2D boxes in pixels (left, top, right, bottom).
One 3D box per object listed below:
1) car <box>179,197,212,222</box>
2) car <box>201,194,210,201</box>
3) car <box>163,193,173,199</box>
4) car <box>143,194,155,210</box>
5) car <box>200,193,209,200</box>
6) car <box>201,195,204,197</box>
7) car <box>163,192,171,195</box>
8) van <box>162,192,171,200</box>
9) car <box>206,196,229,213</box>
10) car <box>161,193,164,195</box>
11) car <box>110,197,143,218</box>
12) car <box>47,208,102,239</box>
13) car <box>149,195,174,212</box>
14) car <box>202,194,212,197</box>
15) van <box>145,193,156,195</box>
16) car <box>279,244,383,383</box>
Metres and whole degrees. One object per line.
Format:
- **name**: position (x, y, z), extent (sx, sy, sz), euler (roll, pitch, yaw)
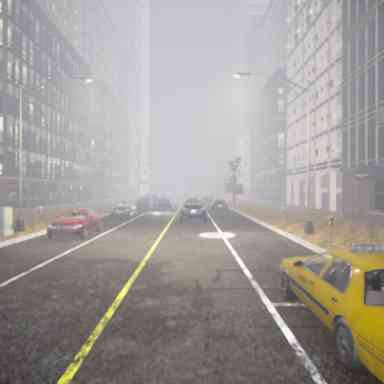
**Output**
- **car**: position (0.103, 1.345, 24.933), extent (2.163, 1.488, 4.792), euler (0, 0, 0)
- **car**: position (2.704, 1.134, 67.828), extent (1.802, 1.307, 4.206), euler (0, 0, 0)
- **car**: position (-5.675, 1.038, 79.228), extent (1.947, 1.339, 4.313), euler (0, 0, 0)
- **car**: position (-5.681, 1.292, 39.383), extent (1.887, 1.381, 4.507), euler (0, 0, 0)
- **car**: position (2.705, 1.036, 73.689), extent (1.752, 1.417, 4.829), euler (0, 0, 0)
- **car**: position (0.106, 1.302, 40.742), extent (1.994, 1.385, 4.181), euler (0, 0, 0)
- **car**: position (-5.676, 0.993, 67.842), extent (1.967, 1.590, 4.097), euler (0, 0, 0)
- **van**: position (-5.675, 0.854, 73.534), extent (1.690, 1.788, 3.998), euler (0, 0, 0)
- **car**: position (2.698, 1.350, 33.677), extent (1.947, 1.339, 4.313), euler (0, 0, 0)
- **car**: position (-5.680, 1.253, 50.768), extent (1.802, 1.307, 4.206), euler (0, 0, 0)
- **car**: position (-5.683, 1.373, 27.999), extent (2.008, 1.369, 4.403), euler (0, 0, 0)
- **car**: position (-5.685, 1.478, 16.613), extent (1.802, 1.307, 4.206), euler (0, 0, 0)
- **car**: position (-3.025, 1.337, 35.507), extent (1.994, 1.385, 4.181), euler (0, 0, 0)
- **car**: position (2.703, 1.071, 56.443), extent (1.967, 1.590, 4.097), euler (0, 0, 0)
- **van**: position (-5.680, 1.050, 45.074), extent (1.690, 1.788, 3.998), euler (0, 0, 0)
- **car**: position (2.694, 1.491, 5.386), extent (1.752, 1.417, 4.829), euler (0, 0, 0)
